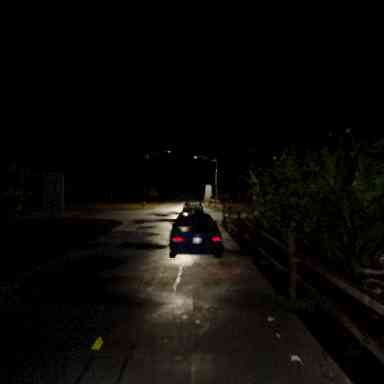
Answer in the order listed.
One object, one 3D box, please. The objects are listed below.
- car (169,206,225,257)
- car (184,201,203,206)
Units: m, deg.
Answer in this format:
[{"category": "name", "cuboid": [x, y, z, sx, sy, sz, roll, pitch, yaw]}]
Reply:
[{"category": "car", "cuboid": [0.099, 1.494, 12.588, 2.033, 1.411, 5.357, 0, 0, -2]}, {"category": "car", "cuboid": [0.105, 1.471, 31.583, 1.895, 1.301, 4.718, 0, 1, 0]}]
